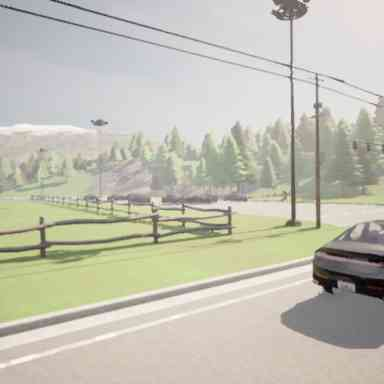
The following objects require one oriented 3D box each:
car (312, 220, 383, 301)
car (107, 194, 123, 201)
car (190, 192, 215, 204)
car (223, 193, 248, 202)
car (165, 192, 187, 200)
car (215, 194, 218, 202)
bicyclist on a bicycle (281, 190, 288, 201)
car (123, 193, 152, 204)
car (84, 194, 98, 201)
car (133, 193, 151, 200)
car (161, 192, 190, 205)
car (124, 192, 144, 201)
[{"bbox_3d":[4.532,1.338,7.100,4.902,1.511,2.128,-1,1,-38],"label":"car"},{"bbox_3d":[-14.781,0.999,64.876,2.033,1.411,5.357,-1,1,-35],"label":"car"},{"bbox_3d":[0.842,1.007,48.524,1.895,1.301,4.718,-1,1,-35],"label":"car"},{"bbox_3d":[6.746,0.834,52.286,1.994,1.385,4.181,-1,1,-35],"label":"car"},{"bbox_3d":[-3.273,0.800,66.710,2.033,1.411,5.357,-1,1,-35],"label":"car"},{"bbox_3d":[2.143,0.826,52.777,2.128,1.511,4.902,-1,1,-35],"label":"car"},{"bbox_3d":[13.674,0.502,49.253,1.656,1.620,0.582,-2,1,-35],"label":"bicyclist on a bicycle"},{"bbox_3d":[-7.674,1.029,48.508,2.128,1.511,4.902,-1,1,-35],"label":"car"},{"bbox_3d":[-20.136,1.041,66.450,1.812,1.442,4.674,-1,1,-35],"label":"car"},{"bbox_3d":[-10.806,0.909,71.251,1.895,1.301,4.718,-1,1,-35],"label":"car"},{"bbox_3d":[-2.740,1.000,47.539,1.812,1.442,4.674,-1,1,-35],"label":"car"},{"bbox_3d":[-11.620,0.861,66.455,1.882,1.535,5.008,-1,1,-35],"label":"car"}]
